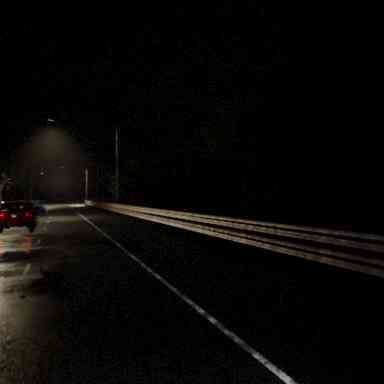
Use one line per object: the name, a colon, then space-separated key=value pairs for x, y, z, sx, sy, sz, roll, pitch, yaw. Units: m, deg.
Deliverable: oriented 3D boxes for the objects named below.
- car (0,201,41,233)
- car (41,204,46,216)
car: x=-12.163 y=1.653 z=23.442 sx=2.150 sy=2.045 sz=5.566 roll=-1 pitch=0 yaw=-22
car: x=-19.891 y=2.223 z=42.768 sx=1.882 sy=1.535 sz=5.008 roll=-1 pitch=0 yaw=-22
